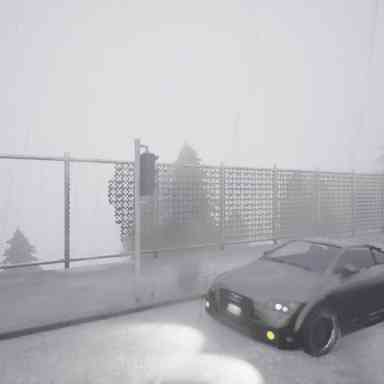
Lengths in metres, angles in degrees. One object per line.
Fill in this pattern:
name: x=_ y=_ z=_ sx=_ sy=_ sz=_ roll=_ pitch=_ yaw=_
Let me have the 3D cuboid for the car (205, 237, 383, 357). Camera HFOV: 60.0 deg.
car: x=2.313 y=1.563 z=6.022 sx=4.181 sy=1.385 sz=1.994 roll=0 pitch=0 yaw=-32
